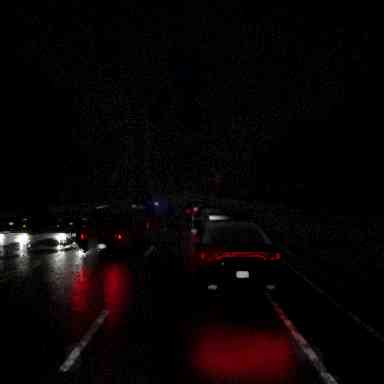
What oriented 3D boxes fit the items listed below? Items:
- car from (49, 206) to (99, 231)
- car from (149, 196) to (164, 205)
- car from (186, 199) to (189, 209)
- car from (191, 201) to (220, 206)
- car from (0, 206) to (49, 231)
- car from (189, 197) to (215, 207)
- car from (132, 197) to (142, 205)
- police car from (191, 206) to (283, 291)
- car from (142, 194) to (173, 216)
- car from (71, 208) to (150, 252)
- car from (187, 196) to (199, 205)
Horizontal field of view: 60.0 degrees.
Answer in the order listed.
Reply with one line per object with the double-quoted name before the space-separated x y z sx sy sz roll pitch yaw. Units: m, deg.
"car" -6.547 1.527 20.010 1.994 1.385 4.181 0 0 0
"car" -6.413 1.565 60.839 2.128 1.511 4.902 0 0 1
"car" 0.147 1.557 46.625 1.812 1.442 4.674 0 0 1
"car" 1.025 1.490 19.001 1.812 1.442 4.674 0 0 0
"car" -9.797 1.527 20.013 1.994 1.385 4.181 0 0 0
"car" 1.038 1.322 24.974 2.097 1.767 4.553 0 0 0
"car" -9.657 1.621 60.856 2.033 1.411 5.357 0 0 1
"police car" 1.000 1.404 9.110 1.930 1.638 5.238 0 0 0
"car" -3.074 1.206 31.949 2.150 2.045 5.566 0 -1 0
"car" -3.116 1.570 13.736 1.895 1.301 4.718 0 0 0
"car" 0.152 1.566 60.851 2.128 1.511 4.902 0 0 0
